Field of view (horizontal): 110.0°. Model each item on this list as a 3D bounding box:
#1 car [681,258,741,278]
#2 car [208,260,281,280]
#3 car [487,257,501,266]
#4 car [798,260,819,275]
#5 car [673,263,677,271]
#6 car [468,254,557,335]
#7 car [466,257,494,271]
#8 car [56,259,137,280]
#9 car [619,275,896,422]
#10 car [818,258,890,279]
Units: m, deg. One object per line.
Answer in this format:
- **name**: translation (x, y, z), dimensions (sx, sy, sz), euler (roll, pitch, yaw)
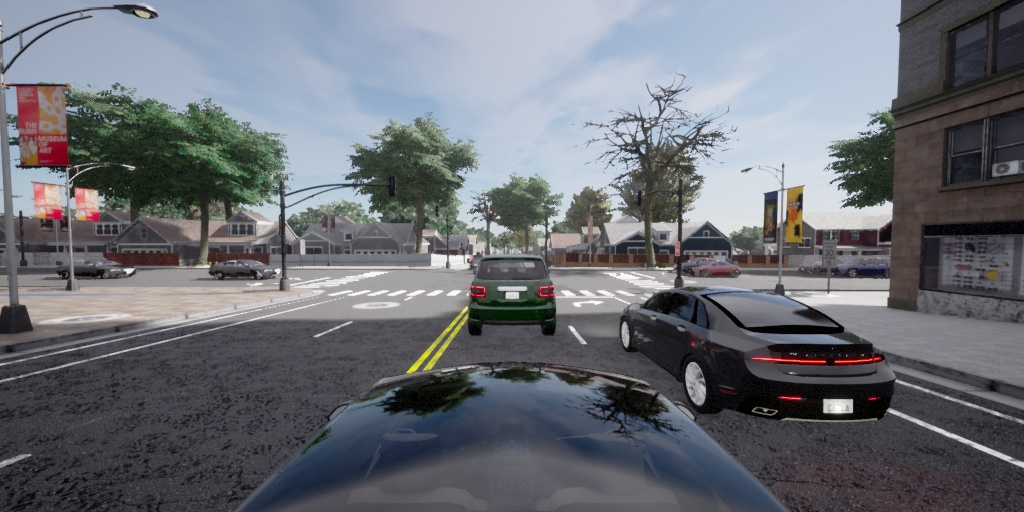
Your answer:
- **car**: translation (17.331, 1.111, 30.945), dimensions (4.181, 1.385, 1.994), euler (0, 2, 0)
- **car**: translation (-20.534, 1.036, 27.683), dimensions (4.902, 1.511, 2.128), euler (0, 2, -2)
- **car**: translation (-2.850, 0.892, 57.204), dimensions (1.895, 1.301, 4.718), euler (0, 0, 1)
- **car**: translation (29.998, 1.009, 34.131), dimensions (4.674, 1.442, 1.812), euler (0, 2, 0)
- **car**: translation (17.944, 0.916, 34.190), dimensions (4.902, 1.511, 2.128), euler (0, 2, 1)
- **car**: translation (-0.011, 0.968, 10.615), dimensions (2.150, 2.045, 5.566), euler (0, 0, 0)
- **car**: translation (-3.525, 0.855, 40.849), dimensions (2.128, 1.511, 4.902), euler (0, 0, 8)
- **car**: translation (-32.067, 1.005, 27.755), dimensions (4.902, 1.511, 2.128), euler (0, 2, 0)
- **car**: translation (3.259, 1.251, 6.000), dimensions (1.837, 1.490, 4.892), euler (0, 0, 0)
- **car**: translation (29.819, 0.960, 30.875), dimensions (4.553, 1.767, 2.097), euler (0, 2, 0)
